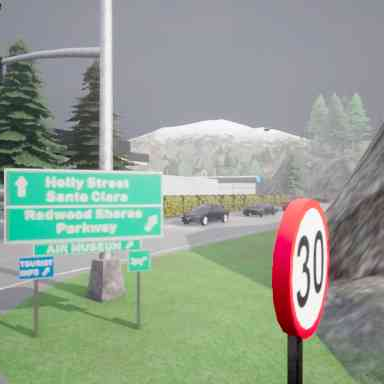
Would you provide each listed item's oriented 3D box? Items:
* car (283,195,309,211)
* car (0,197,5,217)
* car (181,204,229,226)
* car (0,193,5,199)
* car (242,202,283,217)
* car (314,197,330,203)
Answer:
[{"bbox_3d":[13.466,1.413,42.792,2.150,2.045,5.566,0,0,36],"label":"car"},{"bbox_3d":[-12.314,1.504,26.023,1.905,1.878,3.866,0,0,35],"label":"car"},{"bbox_3d":[1.112,1.696,25.903,1.837,1.490,4.892,0,0,36],"label":"car"},{"bbox_3d":[-38.508,1.489,69.971,4.514,1.523,2.007,0,0,35],"label":"car"},{"bbox_3d":[7.169,1.739,34.222,2.033,1.411,5.357,0,0,36],"label":"car"},{"bbox_3d":[28.344,1.787,74.860,1.895,1.301,4.718,0,0,-42],"label":"car"}]
